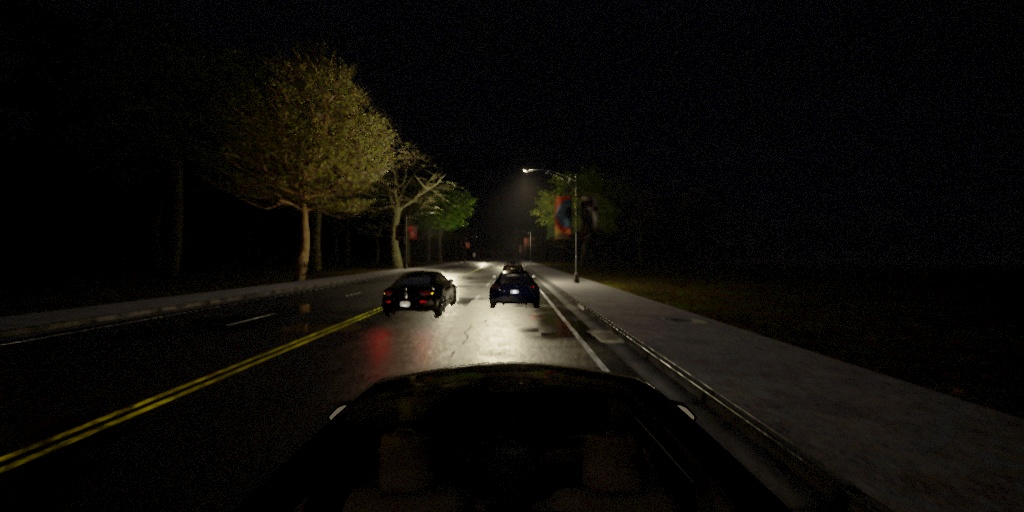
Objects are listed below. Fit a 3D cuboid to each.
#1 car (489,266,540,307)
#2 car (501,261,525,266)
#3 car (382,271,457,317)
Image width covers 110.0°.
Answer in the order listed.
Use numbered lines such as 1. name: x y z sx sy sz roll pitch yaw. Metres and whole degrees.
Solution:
1. car: 0.097 1.287 15.193 1.994 1.385 4.181 0 0 0
2. car: 0.093 1.199 33.048 1.837 1.490 4.892 0 0 0
3. car: -3.166 1.253 12.892 1.812 1.442 4.674 0 0 0
